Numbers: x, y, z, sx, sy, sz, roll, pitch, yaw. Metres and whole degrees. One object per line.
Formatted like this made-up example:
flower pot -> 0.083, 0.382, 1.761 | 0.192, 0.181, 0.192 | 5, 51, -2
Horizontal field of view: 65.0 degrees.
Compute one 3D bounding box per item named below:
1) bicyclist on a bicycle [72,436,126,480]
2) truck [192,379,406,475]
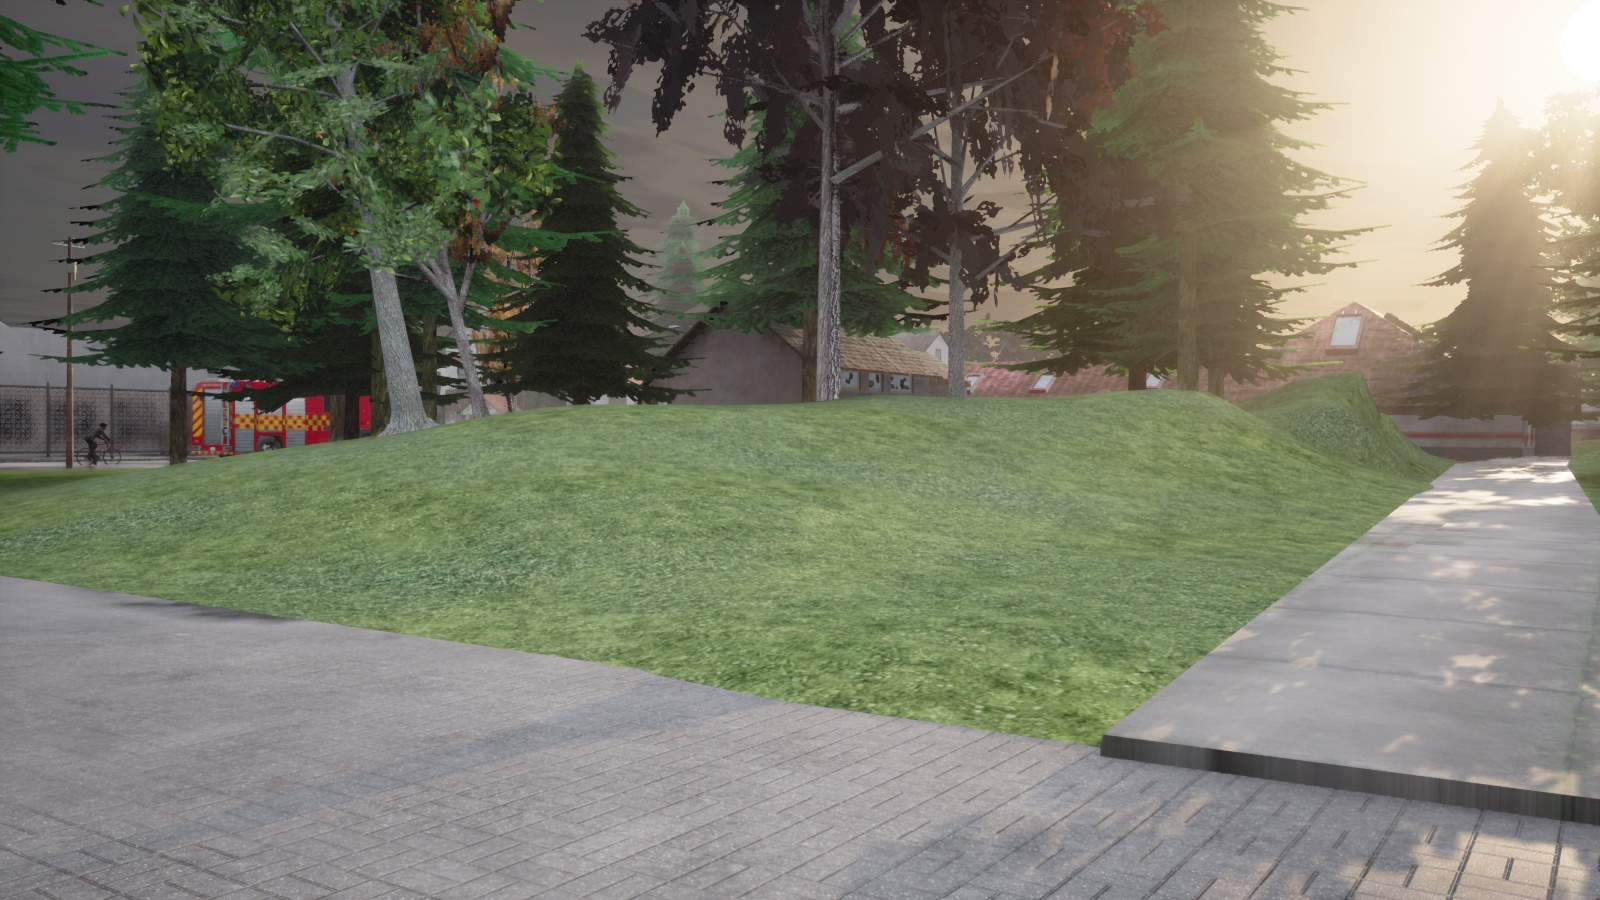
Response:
bicyclist on a bicycle -> -26.231, 0.280, 46.988 | 0.582, 1.620, 1.656 | 0, 1, 34
truck -> -21.400, -0.980, 54.247 | 2.891, 3.827, 8.468 | 0, 1, 32
